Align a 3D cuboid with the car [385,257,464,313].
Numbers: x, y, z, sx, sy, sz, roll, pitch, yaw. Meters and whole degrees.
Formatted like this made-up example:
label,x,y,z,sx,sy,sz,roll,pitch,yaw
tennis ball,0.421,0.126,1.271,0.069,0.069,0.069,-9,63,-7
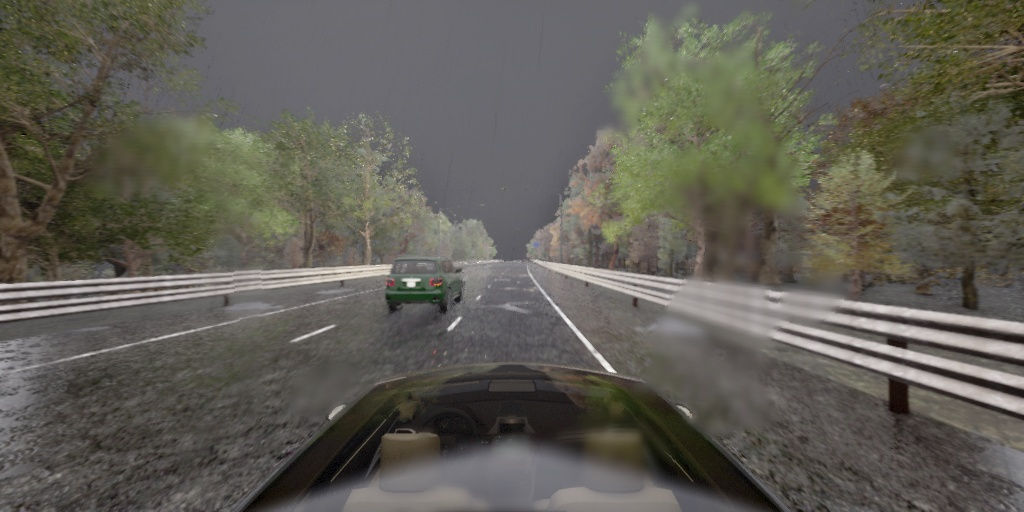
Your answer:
label,x,y,z,sx,sy,sz,roll,pitch,yaw
car,-3.359,1.057,14.698,2.150,2.045,5.566,0,0,0
